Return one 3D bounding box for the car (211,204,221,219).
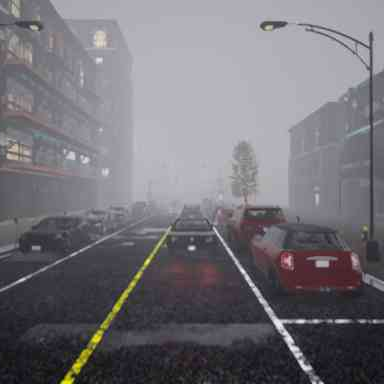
[{"bbox_3d":[2.692,1.828,25.415,1.802,1.307,4.206,0,-1,0],"label":"car"}]

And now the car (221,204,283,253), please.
[{"bbox_3d":[2.692,1.452,14.342,2.192,1.841,5.009,0,-1,0],"label":"car"}]

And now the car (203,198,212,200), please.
[{"bbox_3d":[2.692,2.071,53.281,1.752,1.417,4.829,0,-1,0],"label":"car"}]

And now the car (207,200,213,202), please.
[{"bbox_3d":[2.692,1.915,36.492,2.008,1.369,4.403,0,-1,0],"label":"car"}]

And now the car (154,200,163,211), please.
[{"bbox_3d":[-5.689,1.925,47.573,1.967,1.590,4.097,0,-1,0],"label":"car"}]

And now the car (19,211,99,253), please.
[{"bbox_3d":[-5.689,1.703,14.340,1.947,1.339,4.313,0,-1,0],"label":"car"}]

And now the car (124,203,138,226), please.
[{"bbox_3d":[-5.689,1.797,25.416,2.008,1.369,4.403,0,-1,0],"label":"car"}]

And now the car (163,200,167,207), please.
[{"bbox_3d":[-5.689,2.188,64.021,1.752,1.417,4.829,0,-1,0],"label":"car"}]

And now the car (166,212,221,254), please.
[{"bbox_3d":[0.002,1.735,14.111,1.895,1.301,4.718,0,-1,0],"label":"car"}]

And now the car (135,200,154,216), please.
[{"bbox_3d":[-5.689,1.805,36.494,1.967,1.590,4.097,0,-1,0],"label":"car"}]

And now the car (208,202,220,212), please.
[{"bbox_3d":[2.691,1.870,30.955,1.947,1.339,4.313,0,-1,0],"label":"car"}]

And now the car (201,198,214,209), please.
[{"bbox_3d":[2.692,1.919,58.652,2.192,1.841,5.009,0,-1,0],"label":"car"}]

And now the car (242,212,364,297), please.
[{"bbox_3d":[2.692,1.524,8.801,1.967,1.590,4.097,0,-1,0],"label":"car"}]

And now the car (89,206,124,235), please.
[{"bbox_3d":[-5.689,1.742,19.878,2.008,1.369,4.403,0,-1,0],"label":"car"}]

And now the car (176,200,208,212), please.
[{"bbox_3d":[0.005,1.780,29.300,2.128,1.511,4.902,0,0,0],"label":"car"}]

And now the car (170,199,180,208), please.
[{"bbox_3d":[-3.049,2.120,62.175,1.882,1.535,5.008,0,0,1],"label":"car"}]
